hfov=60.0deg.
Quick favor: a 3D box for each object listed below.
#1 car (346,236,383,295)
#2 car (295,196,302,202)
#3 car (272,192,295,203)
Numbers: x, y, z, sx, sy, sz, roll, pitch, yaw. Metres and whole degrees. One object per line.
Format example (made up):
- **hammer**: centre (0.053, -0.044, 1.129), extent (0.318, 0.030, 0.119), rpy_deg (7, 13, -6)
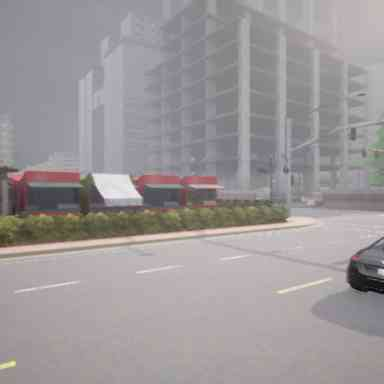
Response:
- **car**: centre (5.455, 1.550, 7.679), extent (4.181, 1.385, 1.994), rpy_deg (0, 0, -35)
- **car**: centre (18.879, 1.031, 63.298), extent (1.905, 1.878, 3.866), rpy_deg (0, 0, -36)
- **car**: centre (16.487, 1.035, 61.587), extent (1.905, 1.878, 3.866), rpy_deg (0, 0, -36)
